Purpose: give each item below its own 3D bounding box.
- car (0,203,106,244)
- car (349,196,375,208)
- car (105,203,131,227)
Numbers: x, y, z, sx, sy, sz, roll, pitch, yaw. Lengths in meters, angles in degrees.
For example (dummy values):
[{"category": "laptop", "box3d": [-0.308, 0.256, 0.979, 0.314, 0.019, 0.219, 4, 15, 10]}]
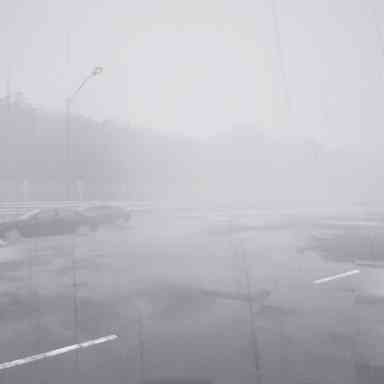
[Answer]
[{"category": "car", "box3d": [-7.013, 1.472, 16.041, 5.008, 1.535, 1.882, 0, 0, -36]}, {"category": "car", "box3d": [24.513, 1.419, 47.831, 4.892, 1.490, 1.837, 2, 1, -36]}, {"category": "car", "box3d": [-6.255, 1.495, 20.945, 4.892, 1.490, 1.837, 0, 0, -36]}]
